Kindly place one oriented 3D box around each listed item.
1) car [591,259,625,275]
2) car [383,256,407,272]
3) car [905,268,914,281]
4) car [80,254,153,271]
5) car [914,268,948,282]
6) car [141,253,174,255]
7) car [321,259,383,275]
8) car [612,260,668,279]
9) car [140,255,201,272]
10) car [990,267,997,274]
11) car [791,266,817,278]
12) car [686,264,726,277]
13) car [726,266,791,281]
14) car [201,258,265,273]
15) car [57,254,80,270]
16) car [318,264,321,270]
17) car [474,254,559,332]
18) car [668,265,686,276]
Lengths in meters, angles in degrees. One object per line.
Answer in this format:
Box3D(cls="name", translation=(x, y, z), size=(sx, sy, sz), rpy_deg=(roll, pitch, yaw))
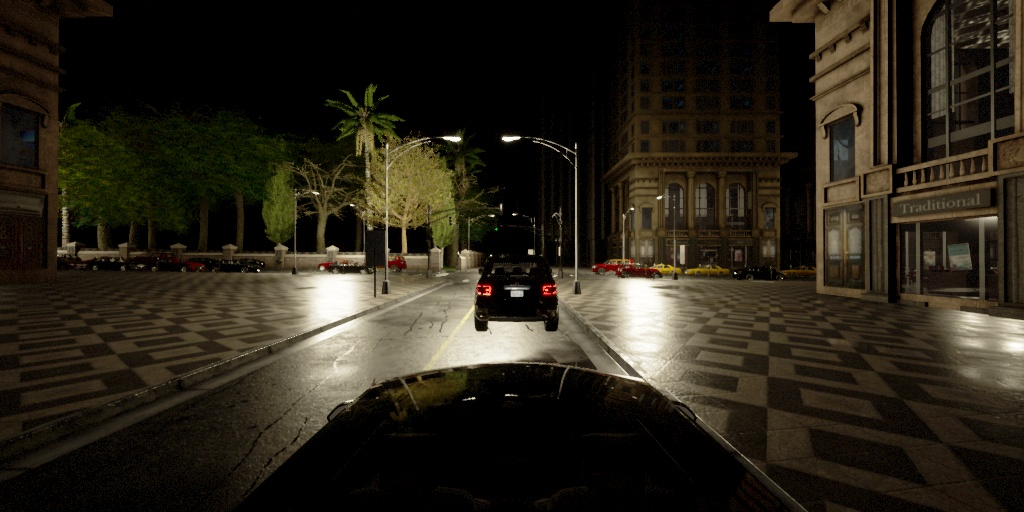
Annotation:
Box3D(cls="car", translation=(11.906, 1.309, 42.059), size=(5.009, 1.841, 2.192), rpy_deg=(0, 0, 0))
Box3D(cls="car", translation=(-14.933, 0.926, 42.164), size=(5.009, 1.841, 2.192), rpy_deg=(0, 0, 0))
Box3D(cls="car", translation=(34.042, 1.802, 33.446), size=(4.313, 1.339, 1.948), rpy_deg=(0, 0, 0))
Box3D(cls="car", translation=(-37.051, 0.779, 33.725), size=(4.403, 1.370, 2.007), rpy_deg=(0, 0, 0))
Box3D(cls="car", translation=(39.582, 1.888, 33.425), size=(4.207, 1.307, 1.802), rpy_deg=(0, 0, 0))
Box3D(cls="car", translation=(-42.552, 0.506, 42.273), size=(5.009, 1.841, 2.192), rpy_deg=(0, 0, 0))
Box3D(cls="car", translation=(-14.955, 1.112, 33.639), size=(4.403, 1.370, 2.007), rpy_deg=(0, 0, 0))
Box3D(cls="car", translation=(11.882, 1.384, 33.533), size=(4.097, 1.591, 1.967), rpy_deg=(0, 0, 0))
Box3D(cls="car", translation=(-31.527, 0.858, 33.704), size=(4.507, 1.381, 1.888), rpy_deg=(0, 0, 0))
Box3D(cls="car", translation=(45.123, 1.813, 33.403), size=(4.097, 1.591, 1.967), rpy_deg=(0, 0, 0))
Box3D(cls="car", translation=(33.898, 1.811, 41.972), size=(4.829, 1.417, 1.751), rpy_deg=(0, 0, 0))
Box3D(cls="car", translation=(22.817, 1.668, 42.016), size=(4.829, 1.417, 1.751), rpy_deg=(0, 0, 0))
Box3D(cls="car", translation=(22.962, 1.659, 33.490), size=(4.313, 1.339, 1.948), rpy_deg=(0, 0, 0))
Box3D(cls="car", translation=(-26.002, 0.963, 33.682), size=(4.313, 1.339, 1.948), rpy_deg=(0, 0, 0))
Box3D(cls="car", translation=(-42.574, 0.723, 33.747), size=(4.207, 1.307, 1.802), rpy_deg=(0, 0, 0))
Box3D(cls="car", translation=(-20.457, 1.074, 42.186), size=(4.507, 1.381, 1.888), rpy_deg=(0, 0, 0))
Box3D(cls="car", translation=(0.111, 0.973, 11.036), size=(2.150, 2.045, 5.566), rpy_deg=(0, 0, 0))
Box3D(cls="car", translation=(17.276, 1.595, 42.038), size=(4.829, 1.417, 1.751), rpy_deg=(0, 0, 0))
